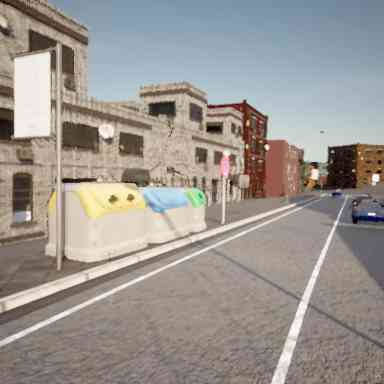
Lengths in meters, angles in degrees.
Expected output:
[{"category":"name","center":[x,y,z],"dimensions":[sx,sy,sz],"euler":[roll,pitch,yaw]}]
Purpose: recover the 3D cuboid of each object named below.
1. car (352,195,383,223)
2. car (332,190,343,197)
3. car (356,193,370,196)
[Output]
[{"category":"car","center":[11.130,1.180,20.781],"dimensions":[1.994,1.385,4.181],"euler":[2,2,26]},{"category":"car","center":[28.053,0.300,64.137],"dimensions":[1.895,1.301,4.718],"euler":[2,2,26]},{"category":"car","center":[18.758,0.838,36.578],"dimensions":[1.812,1.442,4.674],"euler":[2,2,26]}]
